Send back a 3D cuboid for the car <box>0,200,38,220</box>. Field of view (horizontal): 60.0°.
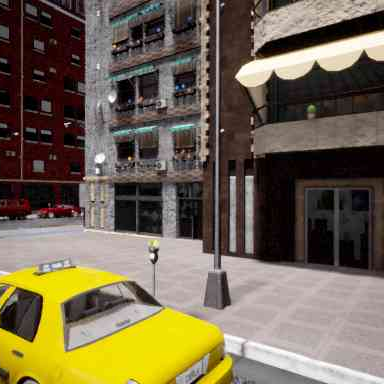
[{"bbox_3d":[-16.838,1.591,29.453,2.192,1.841,5.009,-1,-2,35],"label":"car"}]

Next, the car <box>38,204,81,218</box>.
[{"bbox_3d":[-13.556,1.923,34.101,1.887,1.381,4.507,-1,-2,35],"label":"car"}]

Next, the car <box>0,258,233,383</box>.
[{"bbox_3d":[-1.874,1.525,4.199,4.829,1.417,1.752,0,0,35],"label":"car"}]
